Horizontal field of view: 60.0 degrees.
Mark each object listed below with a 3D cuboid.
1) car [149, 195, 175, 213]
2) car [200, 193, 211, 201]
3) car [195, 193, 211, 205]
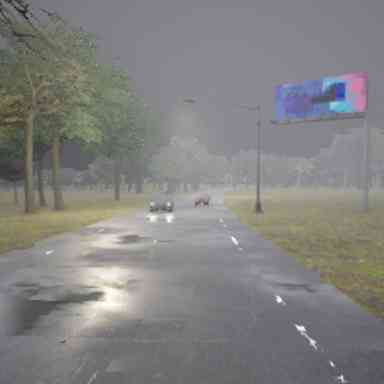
[{"bbox_3d":[-2.896,1.087,32.988,2.097,1.767,4.553,0,1,2],"label":"car"},{"bbox_3d":[2.605,0.858,63.703,1.994,1.385,4.181,0,1,4],"label":"car"},{"bbox_3d":[1.441,1.166,46.349,1.895,1.301,4.718,0,1,3],"label":"car"}]
